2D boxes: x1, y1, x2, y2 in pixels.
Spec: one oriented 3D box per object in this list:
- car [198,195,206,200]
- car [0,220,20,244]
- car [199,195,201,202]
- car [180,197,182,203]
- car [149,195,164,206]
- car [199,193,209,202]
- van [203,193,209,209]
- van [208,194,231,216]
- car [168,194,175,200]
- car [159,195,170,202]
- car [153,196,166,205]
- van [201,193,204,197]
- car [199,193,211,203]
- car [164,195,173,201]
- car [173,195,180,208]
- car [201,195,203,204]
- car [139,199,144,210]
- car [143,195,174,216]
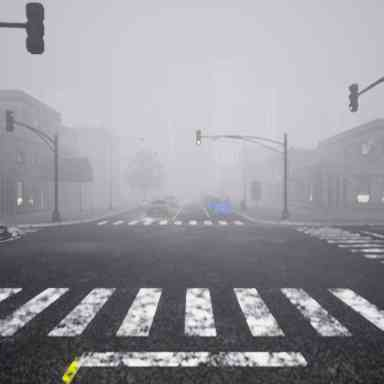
[{"bbox_3d":[2.717,1.427,91.902,1.887,1.381,4.507,0,0,0],"label":"car"},{"bbox_3d":[-9.682,1.508,13.601,4.902,1.511,2.128,-1,0,0],"label":"car"},{"bbox_3d":[2.707,1.424,58.942,1.752,1.417,4.829,0,0,0],"label":"car"},{"bbox_3d":[-2.980,1.494,65.743,1.895,1.301,4.718,0,0,0],"label":"car"},{"bbox_3d":[-5.676,1.344,53.271,1.967,1.590,4.097,0,0,0],"label":"car"},{"bbox_3d":[2.711,1.202,75.338,2.192,1.841,5.009,0,0,0],"label":"car"},{"bbox_3d":[2.701,1.258,42.206,1.690,1.788,3.998,0,0,0],"label":"van"},{"bbox_3d":[2.698,1.275,31.162,1.690,1.788,3.998,0,0,0],"label":"van"},{"bbox_3d":[-5.664,1.407,91.752,1.752,1.417,4.829,0,0,0],"label":"car"},{"bbox_3d":[-5.670,1.435,69.835,1.887,1.381,4.507,0,0,0],"label":"car"},{"bbox_3d":[-5.674,1.444,58.793,1.887,1.381,4.507,0,0,0],"label":"car"},{"bbox_3d":[2.704,1.245,53.249,1.690,1.788,3.998,0,0,0],"label":"van"},{"bbox_3d":[2.709,1.205,69.816,2.192,1.841,5.009,0,0,0],"label":"car"},{"bbox_3d":[-5.667,1.429,80.879,1.887,1.381,4.507,0,0,0],"label":"car"},{"bbox_3d":[-3.077,1.267,45.592,2.097,1.767,4.553,0,0,0],"label":"car"},{"bbox_3d":[2.703,1.455,47.727,1.887,1.381,4.507,0,0,0],"label":"car"},{"bbox_3d":[-5.679,1.443,42.056,1.752,1.417,4.829,0,0,0],"label":"car"},{"bbox_3d":[-3.089,1.411,31.725,1.882,1.535,5.008,0,1,1],"label":"car"}]
